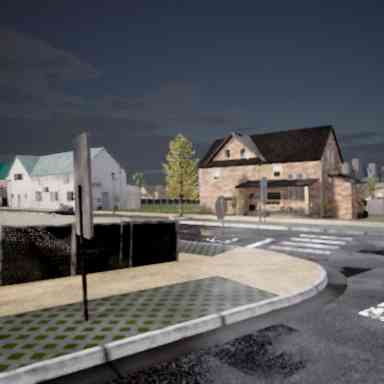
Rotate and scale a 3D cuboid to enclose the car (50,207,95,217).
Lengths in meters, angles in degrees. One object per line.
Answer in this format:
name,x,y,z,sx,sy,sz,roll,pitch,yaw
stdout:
car,-8.878,1.822,24.419,4.181,1.385,1.994,-1,2,38
